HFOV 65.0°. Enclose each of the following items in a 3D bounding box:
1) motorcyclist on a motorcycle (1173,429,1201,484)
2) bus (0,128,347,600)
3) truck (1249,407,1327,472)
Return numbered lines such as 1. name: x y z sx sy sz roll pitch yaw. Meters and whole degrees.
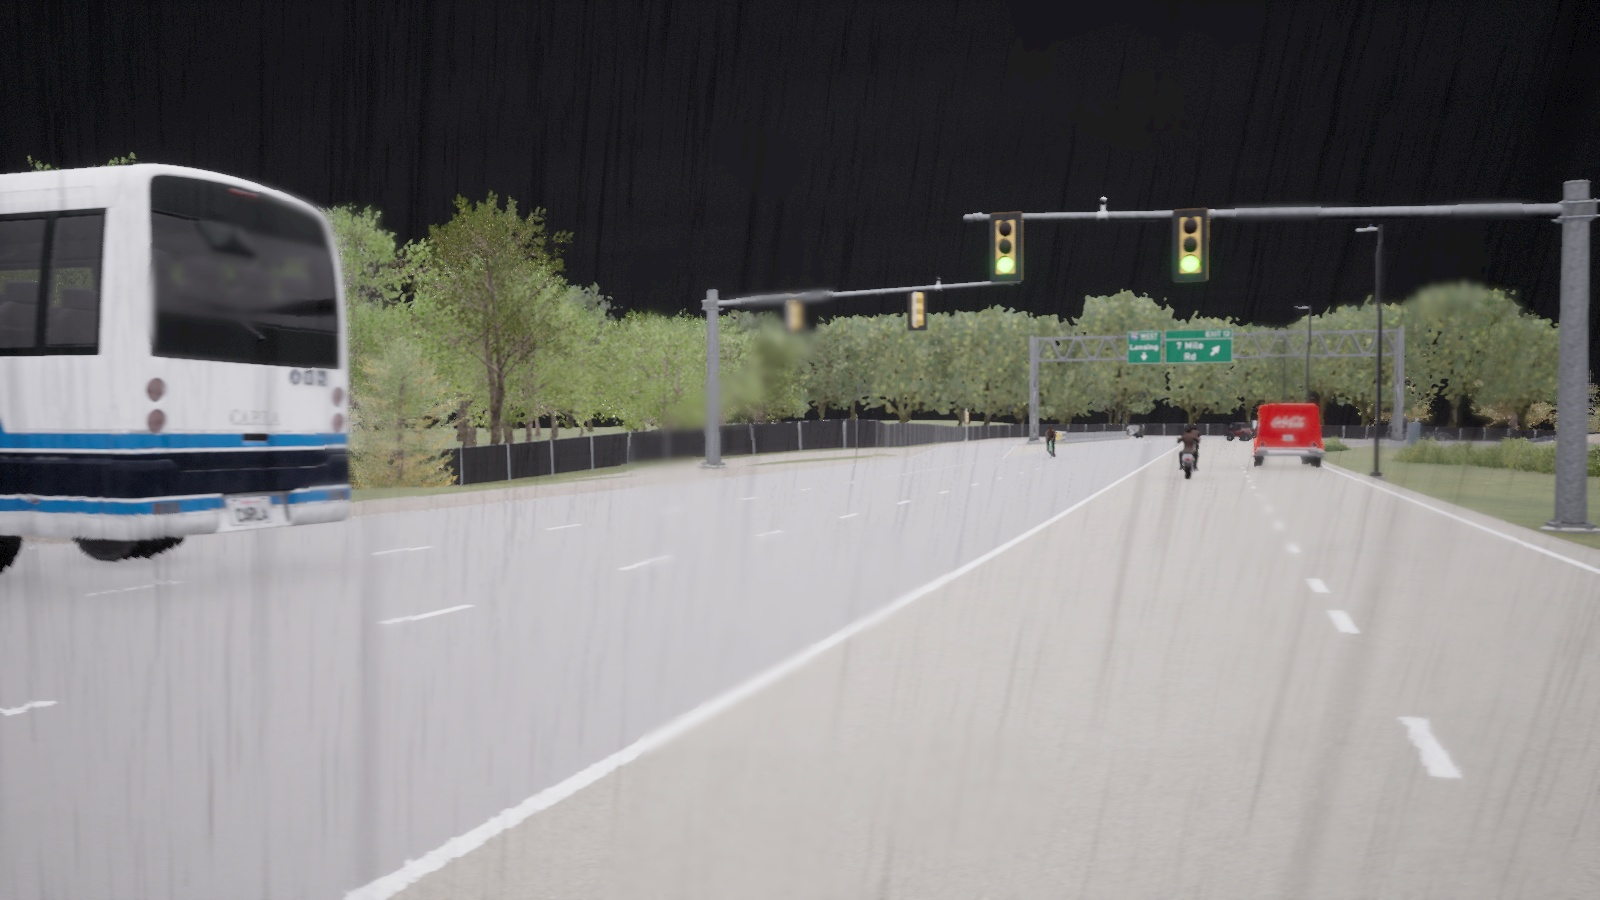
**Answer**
1. motorcyclist on a motorcycle: 12.152 0.176 39.406 0.766 1.649 2.350 1 1 18
2. bus: -10.951 -0.870 14.757 10.273 4.253 3.944 1 1 18
3. truck: 19.576 -0.436 50.622 2.627 2.467 5.204 1 1 18
